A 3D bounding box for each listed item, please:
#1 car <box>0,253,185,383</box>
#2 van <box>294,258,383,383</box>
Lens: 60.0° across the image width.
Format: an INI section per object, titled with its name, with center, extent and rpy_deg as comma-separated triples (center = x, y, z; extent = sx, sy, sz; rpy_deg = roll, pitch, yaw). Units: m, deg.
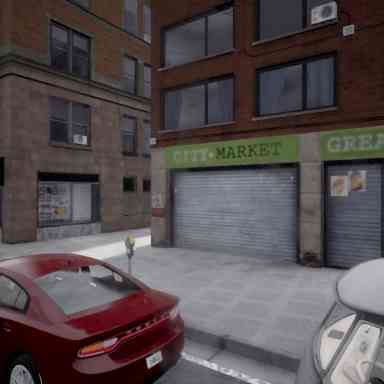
[car]
center = -2.192, 1.544, 4.639
extent = 4.507, 1.381, 1.887
rpy_deg = 0, 0, 35
[van]
center = 2.417, 1.341, 1.352
extent = 3.998, 1.788, 1.690
rpy_deg = 0, 0, 35
